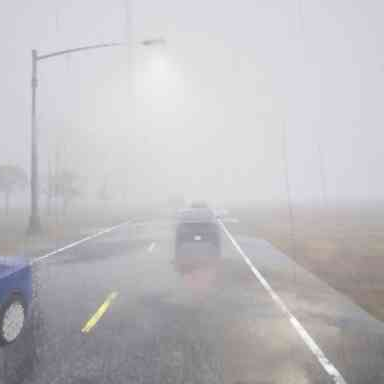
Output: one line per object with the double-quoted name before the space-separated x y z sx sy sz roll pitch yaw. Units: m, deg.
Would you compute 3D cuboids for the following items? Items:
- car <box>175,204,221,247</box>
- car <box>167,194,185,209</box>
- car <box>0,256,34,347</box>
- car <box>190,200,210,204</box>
"car" 0.264 1.522 15.152 1.837 1.490 4.892 0 0 1
"car" -2.169 1.268 47.540 2.150 2.045 5.566 0 0 4
"car" -3.573 1.480 3.487 1.882 1.535 5.008 0 0 0
"car" 0.806 1.512 33.192 1.882 1.535 5.008 0 0 2
